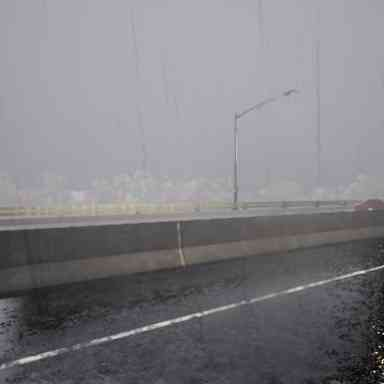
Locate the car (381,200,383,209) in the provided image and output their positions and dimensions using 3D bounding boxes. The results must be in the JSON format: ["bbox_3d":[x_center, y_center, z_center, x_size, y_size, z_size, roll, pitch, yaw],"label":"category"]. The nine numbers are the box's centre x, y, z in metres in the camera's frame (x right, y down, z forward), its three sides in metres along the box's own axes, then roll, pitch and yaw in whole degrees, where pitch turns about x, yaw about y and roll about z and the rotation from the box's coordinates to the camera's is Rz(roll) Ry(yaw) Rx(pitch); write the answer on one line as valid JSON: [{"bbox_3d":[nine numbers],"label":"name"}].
[{"bbox_3d":[23.655,1.649,37.403,4.674,1.442,1.812,0,0,-34],"label":"car"}]

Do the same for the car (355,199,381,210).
[{"bbox_3d":[21.714,1.600,40.313,5.008,1.535,1.882,0,0,-34],"label":"car"}]
